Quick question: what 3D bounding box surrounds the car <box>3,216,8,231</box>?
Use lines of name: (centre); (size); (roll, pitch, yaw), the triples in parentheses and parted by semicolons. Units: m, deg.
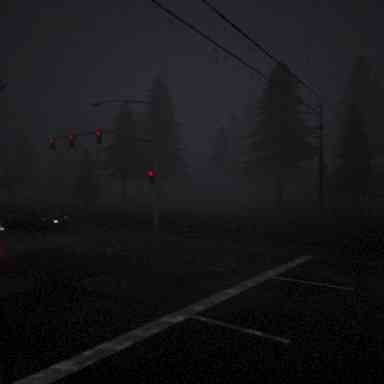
car: (-11.584, 1.467, 16.553); (4.902, 1.511, 2.128); (0, 0, 35)

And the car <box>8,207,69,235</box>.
car: (-8.907, 1.541, 18.943); (4.181, 1.385, 1.994); (0, 0, 35)
